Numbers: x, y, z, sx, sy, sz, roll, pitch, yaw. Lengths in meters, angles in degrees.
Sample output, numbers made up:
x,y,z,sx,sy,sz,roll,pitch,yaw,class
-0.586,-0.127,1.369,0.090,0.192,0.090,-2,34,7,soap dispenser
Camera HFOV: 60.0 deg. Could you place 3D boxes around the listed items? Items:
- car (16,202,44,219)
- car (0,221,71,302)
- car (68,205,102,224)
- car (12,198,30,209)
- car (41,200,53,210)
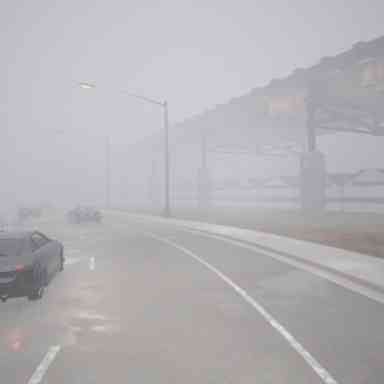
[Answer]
x,y,z,sx,sy,sz,roll,pitch,yaw,class
-16.873,2.038,34.541,1.895,1.301,4.718,-1,0,-29,car
-4.540,1.679,8.489,1.994,1.385,4.181,-1,0,-12,car
-8.889,1.820,27.426,2.033,1.411,5.357,-1,0,-30,car
-31.209,2.299,60.642,1.837,1.490,4.892,-1,0,-29,car
-24.309,2.132,55.349,1.882,1.535,5.008,-1,0,-29,car
